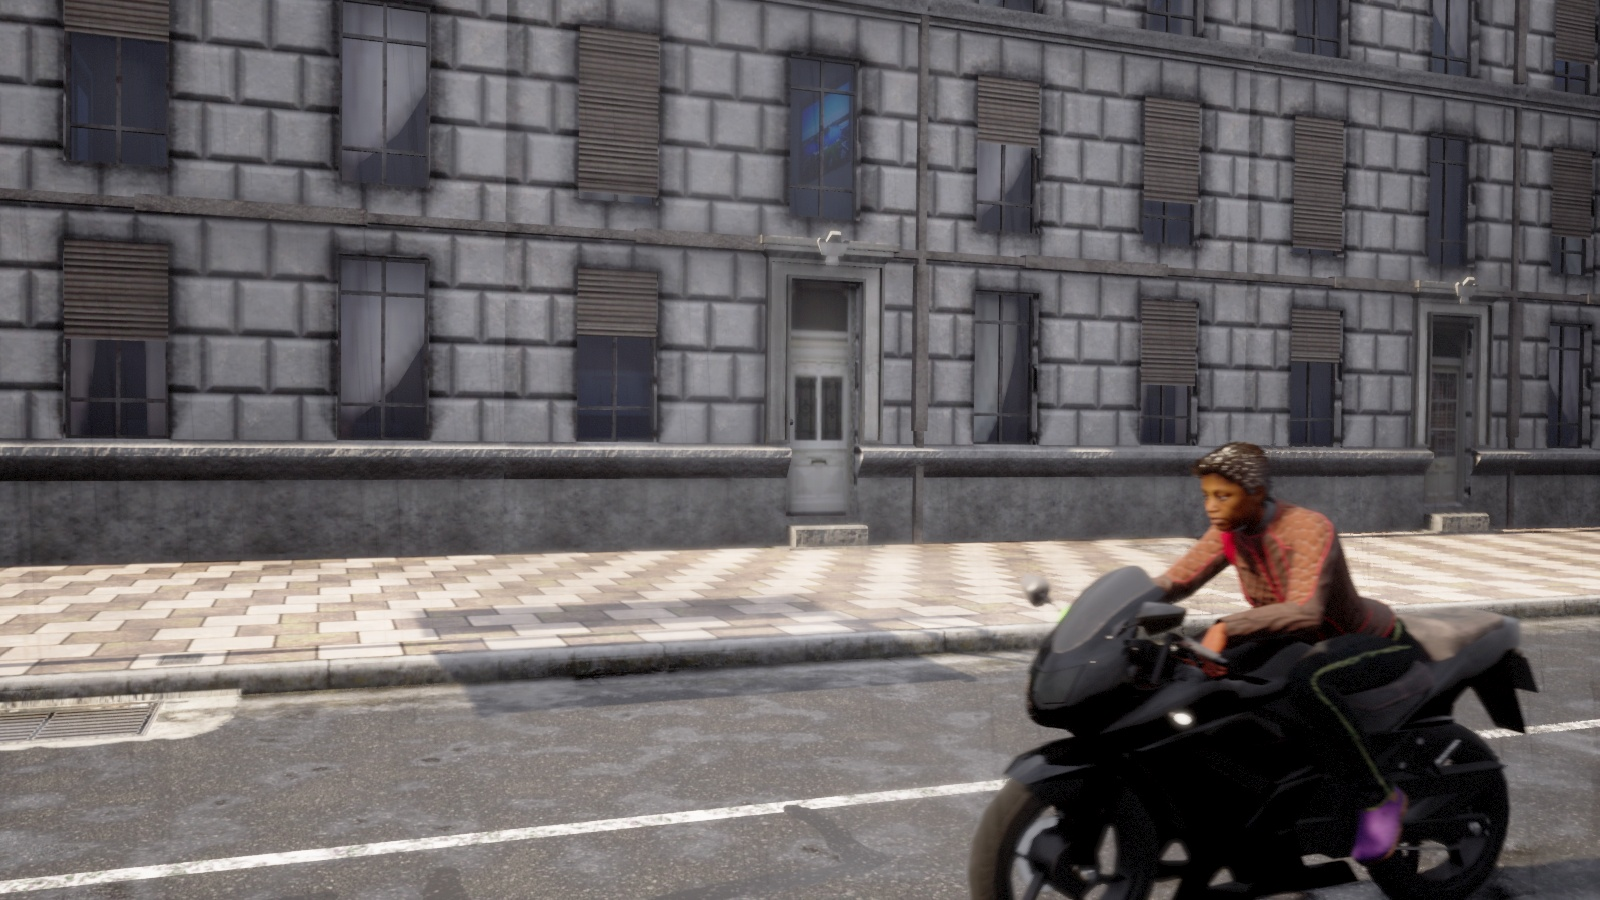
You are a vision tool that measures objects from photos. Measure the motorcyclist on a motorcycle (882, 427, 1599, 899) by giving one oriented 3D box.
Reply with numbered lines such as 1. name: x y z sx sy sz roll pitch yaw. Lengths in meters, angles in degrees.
1. motorcyclist on a motorcycle: 1.350 0.704 3.780 2.044 1.523 0.797 -1 1 -21
